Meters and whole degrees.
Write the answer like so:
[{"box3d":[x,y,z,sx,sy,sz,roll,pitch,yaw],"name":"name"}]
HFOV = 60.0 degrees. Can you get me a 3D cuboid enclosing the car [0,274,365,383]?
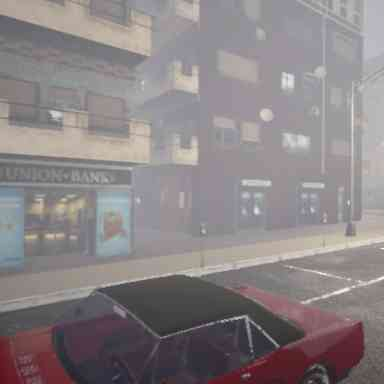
[{"box3d":[-0.522,1.599,3.000,4.718,1.301,1.895,0,0,-35],"name":"car"}]
